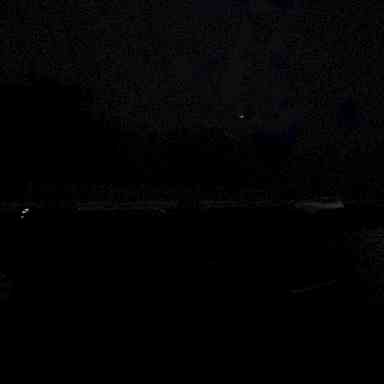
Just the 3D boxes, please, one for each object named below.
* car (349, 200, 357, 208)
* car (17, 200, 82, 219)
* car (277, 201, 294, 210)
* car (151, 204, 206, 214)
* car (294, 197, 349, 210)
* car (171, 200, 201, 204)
[{"bbox_3d":[19.632,1.771,43.708,4.553,1.767,2.097,1,0,-35],"label":"car"},{"bbox_3d":[-11.157,1.409,26.125,4.553,1.767,2.097,1,0,-36],"label":"car"},{"bbox_3d":[13.557,1.911,43.701,5.357,1.411,2.033,1,0,-35],"label":"car"},{"bbox_3d":[-1.237,1.652,20.306,5.357,1.411,2.033,1,0,-35],"label":"car"},{"bbox_3d":[13.805,1.536,35.323,5.566,2.045,2.150,1,0,-35],"label":"car"},{"bbox_3d":[-1.019,1.508,29.057,4.553,1.767,2.097,1,0,-36],"label":"car"}]
